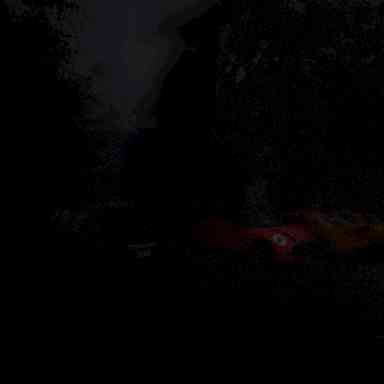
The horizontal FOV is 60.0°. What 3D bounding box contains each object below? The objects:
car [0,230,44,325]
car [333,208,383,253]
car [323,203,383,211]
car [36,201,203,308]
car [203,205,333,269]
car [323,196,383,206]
[{"bbox_3d":[-4.703,1.480,6.712,2.097,1.535,5.008,1,0,-35],"label":"car"},{"bbox_3d":[4.387,1.518,13.180,2.097,1.535,5.008,0,0,-35],"label":"car"},{"bbox_3d":[6.644,1.508,15.024,1.946,1.575,5.366,0,0,-35],"label":"car"},{"bbox_3d":[-2.444,1.250,8.351,2.435,2.045,5.566,0,0,-35],"label":"car"},{"bbox_3d":[2.097,1.395,11.592,2.185,1.767,4.553,0,0,-35],"label":"car"},{"bbox_3d":[9.035,1.252,16.466,2.435,2.045,5.566,0,0,-35],"label":"car"}]
